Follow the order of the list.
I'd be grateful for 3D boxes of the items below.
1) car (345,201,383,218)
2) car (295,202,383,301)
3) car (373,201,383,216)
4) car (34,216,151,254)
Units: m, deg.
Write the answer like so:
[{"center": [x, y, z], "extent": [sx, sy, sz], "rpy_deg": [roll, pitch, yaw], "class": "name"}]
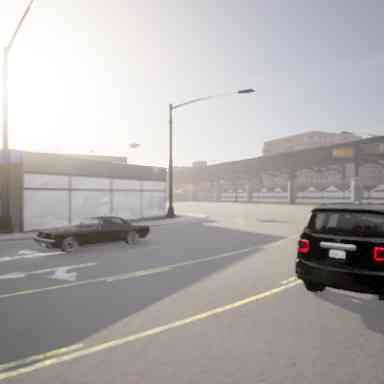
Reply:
[{"center": [17.343, 1.717, 33.603], "extent": [2.128, 1.511, 4.902], "rpy_deg": [0, 0, 9], "class": "car"}, {"center": [4.623, 1.277, 8.214], "extent": [2.150, 2.045, 5.566], "rpy_deg": [0, 0, 44], "class": "car"}, {"center": [20.931, 1.728, 34.723], "extent": [1.837, 1.490, 4.892], "rpy_deg": [0, 0, 7], "class": "car"}, {"center": [-4.218, 1.744, 14.531], "extent": [1.895, 1.301, 4.718], "rpy_deg": [-1, -1, 45], "class": "car"}]
